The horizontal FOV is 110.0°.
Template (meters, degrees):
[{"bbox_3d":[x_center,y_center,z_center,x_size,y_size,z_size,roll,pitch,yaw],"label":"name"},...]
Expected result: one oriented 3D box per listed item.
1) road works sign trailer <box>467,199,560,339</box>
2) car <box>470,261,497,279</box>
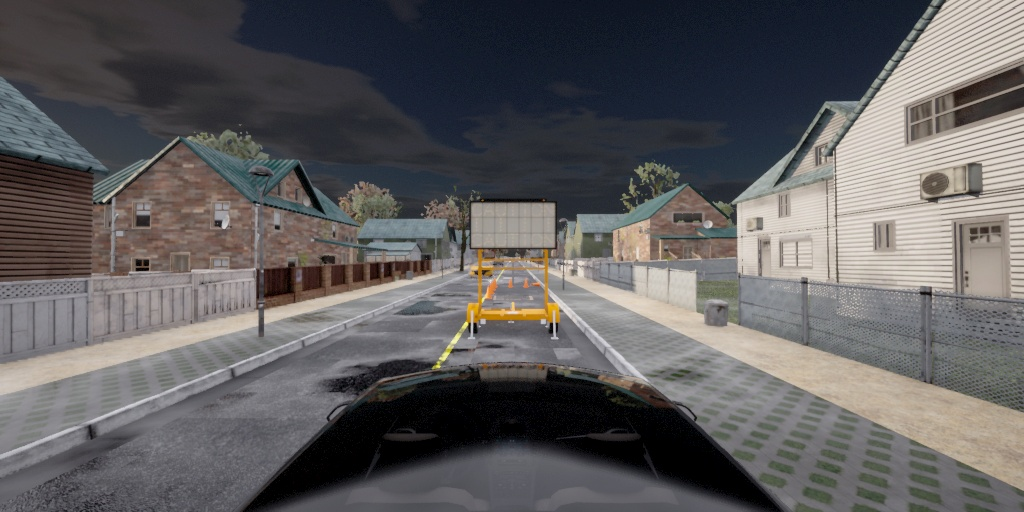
[{"bbox_3d":[0.032,0.217,10.018,2.380,3.560,2.880,0,0,0],"label":"road works sign trailer"},{"bbox_3d":[-2.740,1.233,33.206,1.882,1.535,5.008,0,0,0],"label":"car"}]
